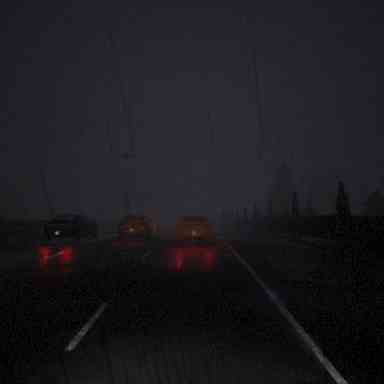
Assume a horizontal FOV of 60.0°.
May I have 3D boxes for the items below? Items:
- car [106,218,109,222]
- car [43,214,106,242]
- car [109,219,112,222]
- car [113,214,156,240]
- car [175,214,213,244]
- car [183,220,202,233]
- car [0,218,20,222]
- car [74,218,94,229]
[{"bbox_3d":[-17.466,6.299,66.757,2.150,2.045,5.566,0,-6,0],"label":"car"},{"bbox_3d":[-6.890,2.052,19.424,2.128,1.511,4.902,0,-4,0],"label":"car"},{"bbox_3d":[-13.973,6.160,64.989,2.150,2.045,5.566,0,-6,0],"label":"car"},{"bbox_3d":[-3.389,2.163,21.133,1.882,1.535,5.008,0,-4,0],"label":"car"},{"bbox_3d":[0.101,1.963,18.300,1.882,1.535,5.008,0,-4,0],"label":"car"},{"bbox_3d":[0.076,3.743,36.511,1.895,1.301,4.718,0,-6,0],"label":"car"},{"bbox_3d":[-14.084,2.584,24.666,1.895,1.301,4.718,0,-5,0],"label":"car"},{"bbox_3d":[-20.967,6.143,64.945,2.150,2.045,5.566,0,-6,0],"label":"car"}]
